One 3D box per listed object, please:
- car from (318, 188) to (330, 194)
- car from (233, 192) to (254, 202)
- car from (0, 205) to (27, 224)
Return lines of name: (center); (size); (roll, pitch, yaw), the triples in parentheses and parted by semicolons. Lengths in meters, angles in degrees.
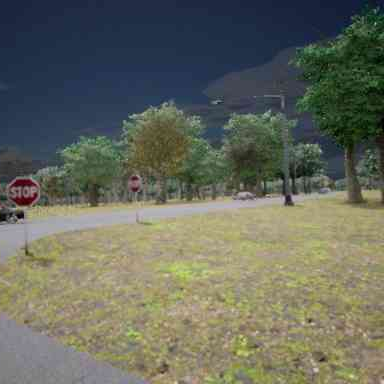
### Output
car: (31.451, -0.258, 78.533); (2.128, 1.511, 4.902); (-3, -1, 29)
car: (8.041, 0.697, 51.219); (1.812, 1.442, 4.674); (-4, -1, 34)
car: (-12.988, 1.477, 20.586); (1.895, 1.301, 4.718); (-4, -1, 35)
